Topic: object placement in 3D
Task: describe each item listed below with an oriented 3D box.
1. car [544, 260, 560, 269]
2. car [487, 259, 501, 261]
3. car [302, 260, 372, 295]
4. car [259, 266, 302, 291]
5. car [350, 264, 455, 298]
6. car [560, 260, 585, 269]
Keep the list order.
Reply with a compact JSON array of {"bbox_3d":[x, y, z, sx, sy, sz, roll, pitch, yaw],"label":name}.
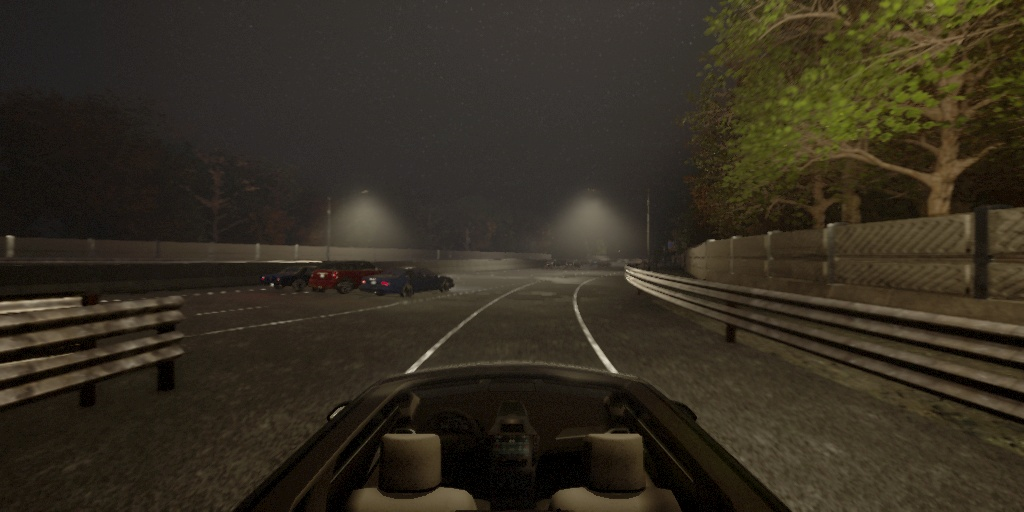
[{"bbox_3d":[7.084,1.435,61.801,2.128,1.511,4.902,0,0,24],"label":"car"},{"bbox_3d":[-3.631,1.410,63.611,2.033,1.411,5.357,0,0,25],"label":"car"},{"bbox_3d":[-8.305,0.998,19.262,2.097,1.767,4.553,0,0,24],"label":"car"},{"bbox_3d":[-11.533,1.227,20.628,1.895,1.301,4.718,0,0,24],"label":"car"},{"bbox_3d":[-5.033,1.243,17.974,2.033,1.411,5.357,1,0,24],"label":"car"},{"bbox_3d":[10.311,1.455,60.435,2.128,1.511,4.902,0,0,24],"label":"car"}]
